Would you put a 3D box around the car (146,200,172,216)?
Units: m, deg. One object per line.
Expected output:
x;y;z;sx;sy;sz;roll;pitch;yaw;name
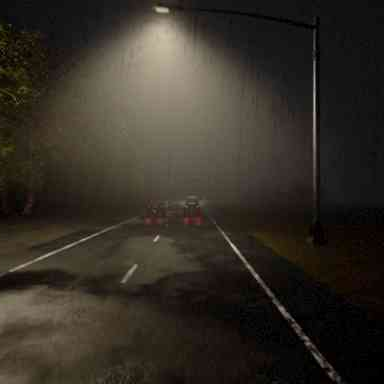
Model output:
-3.505;1.640;33.862;2.128;1.511;4.902;0;0;0;car

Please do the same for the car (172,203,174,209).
-3.502;1.742;44.927;2.033;1.411;5.357;0;0;0;car

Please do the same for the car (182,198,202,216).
-0.005;1.642;34.246;2.128;1.511;4.902;0;0;0;car

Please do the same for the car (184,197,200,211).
0.005;1.548;45.514;2.097;1.767;4.553;0;0;0;car
